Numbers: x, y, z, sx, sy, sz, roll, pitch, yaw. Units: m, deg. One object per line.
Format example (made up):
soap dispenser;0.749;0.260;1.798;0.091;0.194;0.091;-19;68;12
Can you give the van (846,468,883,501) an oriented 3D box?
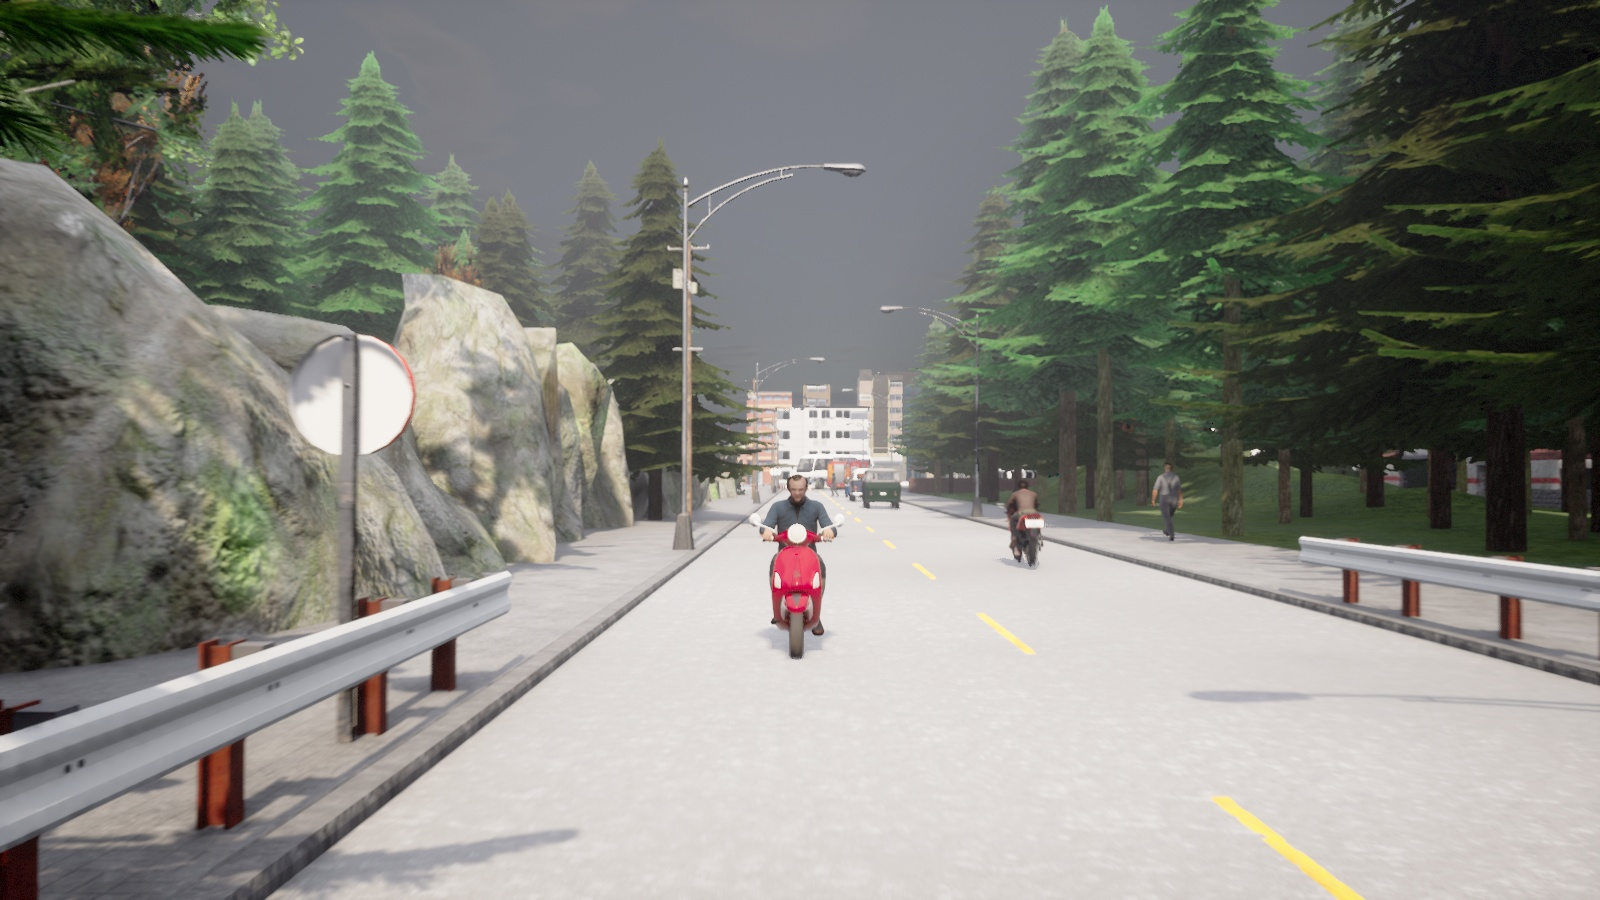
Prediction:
van;4.108;2.221;80.310;2.069;2.038;4.480;0;-2;-1

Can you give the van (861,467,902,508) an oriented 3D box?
van;4.069;1.895;63.328;1.775;1.987;4.442;0;-2;0

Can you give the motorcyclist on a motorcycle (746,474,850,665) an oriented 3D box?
motorcyclist on a motorcycle;-0.019;1.019;11.461;0.866;1.590;1.817;0;-1;0

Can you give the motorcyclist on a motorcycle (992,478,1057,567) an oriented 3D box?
motorcyclist on a motorcycle;3.997;1.264;22.478;0.797;1.523;2.044;0;-1;0

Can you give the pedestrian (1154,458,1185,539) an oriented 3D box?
pedestrian;8.577;1.115;29.165;0.540;1.848;0.694;0;-1;3
